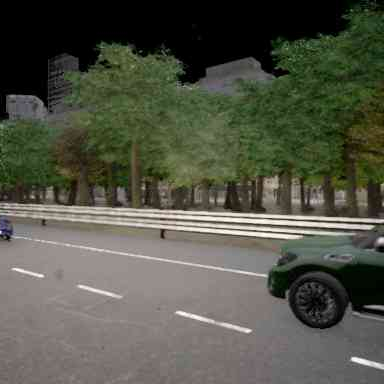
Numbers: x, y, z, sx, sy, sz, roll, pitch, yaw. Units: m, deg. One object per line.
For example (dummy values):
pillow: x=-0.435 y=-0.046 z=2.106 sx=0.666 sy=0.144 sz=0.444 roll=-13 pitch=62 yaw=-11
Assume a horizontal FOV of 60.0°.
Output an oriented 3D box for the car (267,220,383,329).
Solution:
car: x=4.052 y=1.223 z=5.277 sx=5.566 sy=2.045 sz=2.150 roll=0 pitch=0 yaw=35

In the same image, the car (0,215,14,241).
car: x=-10.015 y=1.532 z=15.325 sx=4.674 sy=1.442 sz=1.812 roll=0 pitch=0 yaw=36
